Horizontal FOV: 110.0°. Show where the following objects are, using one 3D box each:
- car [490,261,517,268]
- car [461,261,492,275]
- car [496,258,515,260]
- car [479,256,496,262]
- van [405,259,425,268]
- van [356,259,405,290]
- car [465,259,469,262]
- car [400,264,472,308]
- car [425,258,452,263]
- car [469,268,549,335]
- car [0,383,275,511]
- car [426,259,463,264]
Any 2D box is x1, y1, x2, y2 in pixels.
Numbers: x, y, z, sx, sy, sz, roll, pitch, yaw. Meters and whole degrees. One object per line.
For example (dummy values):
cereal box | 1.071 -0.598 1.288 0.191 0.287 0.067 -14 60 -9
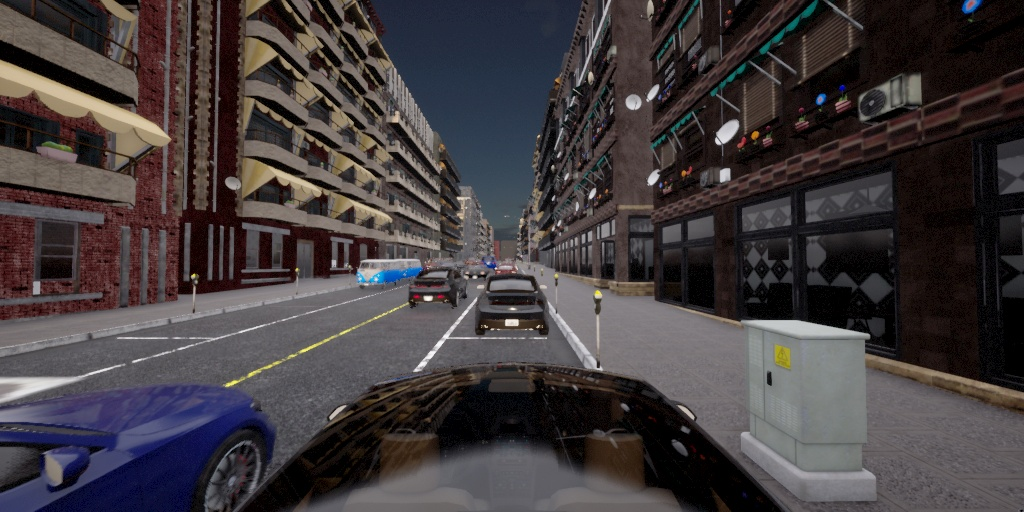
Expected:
car | -0.453 1.322 28.072 1.888 1.381 4.507 0 0 0
car | -2.931 1.382 30.727 1.895 1.301 4.718 0 0 0
car | -0.446 1.240 39.134 1.967 1.591 4.097 0 0 0
car | -2.928 1.040 46.775 2.150 2.045 5.566 0 0 0
van | -8.336 1.118 28.134 1.690 1.789 3.998 0 0 0
van | -8.335 1.108 22.603 1.690 1.789 3.998 0 0 0
car | -8.336 1.410 55.786 1.948 1.339 4.313 0 0 0
car | -3.020 1.265 15.339 1.837 1.490 4.892 0 0 0
car | -8.336 1.115 39.194 2.192 1.841 5.009 0 0 0
car | 0.000 1.259 10.503 1.837 1.490 4.892 0 0 0
car | -2.930 1.275 1.089 1.812 1.442 4.674 0 0 0
car | -5.864 1.276 32.098 2.128 1.511 4.902 0 0 0
